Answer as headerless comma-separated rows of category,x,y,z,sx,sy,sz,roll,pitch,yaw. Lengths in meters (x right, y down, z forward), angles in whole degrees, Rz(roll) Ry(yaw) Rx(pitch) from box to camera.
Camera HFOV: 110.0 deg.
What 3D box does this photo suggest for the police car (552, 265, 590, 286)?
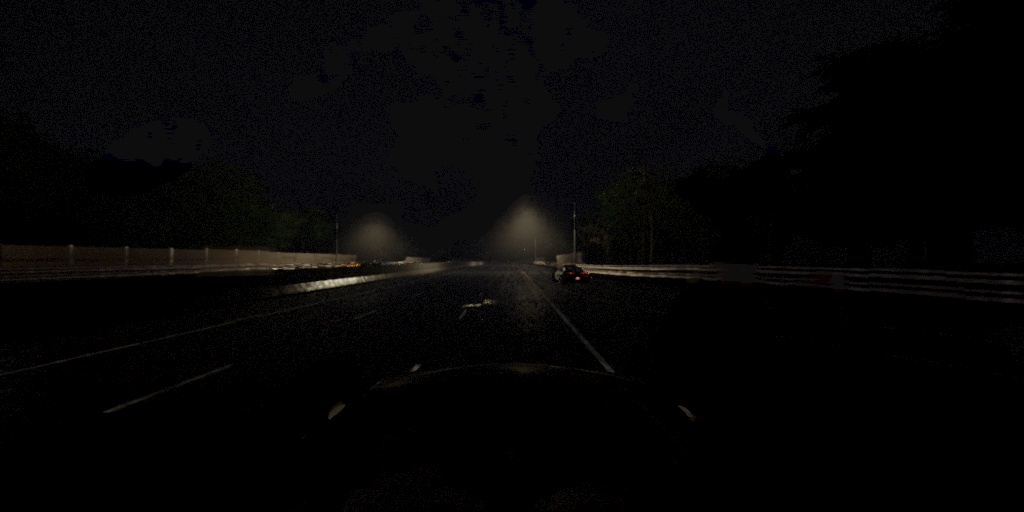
police car,4.518,1.494,28.592,2.038,1.542,4.974,0,-1,-7
